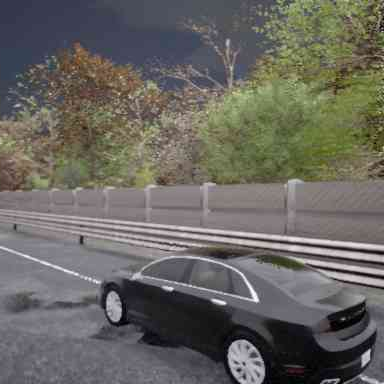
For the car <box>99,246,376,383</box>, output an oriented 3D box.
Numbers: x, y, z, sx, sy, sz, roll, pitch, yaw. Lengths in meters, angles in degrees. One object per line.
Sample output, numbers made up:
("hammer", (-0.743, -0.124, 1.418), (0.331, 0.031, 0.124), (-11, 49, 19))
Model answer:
("car", (0.276, 1.669, 5.535), (4.892, 1.490, 1.837), (-1, -2, 45))
